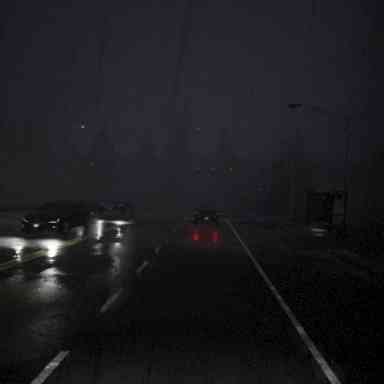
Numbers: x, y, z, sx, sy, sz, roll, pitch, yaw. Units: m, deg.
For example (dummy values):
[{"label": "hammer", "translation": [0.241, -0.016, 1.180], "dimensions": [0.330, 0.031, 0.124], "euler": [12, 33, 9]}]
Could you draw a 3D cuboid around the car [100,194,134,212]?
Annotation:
[{"label": "car", "translation": [-5.789, 0.929, 26.304], "dimensions": [1.812, 1.442, 4.674], "euler": [3, 0, 3]}]

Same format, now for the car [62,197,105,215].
[{"label": "car", "translation": [-9.192, 1.152, 28.650], "dimensions": [1.895, 1.301, 4.718], "euler": [3, 0, 3]}]

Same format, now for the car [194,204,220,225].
[{"label": "car", "translation": [1.120, 1.604, 24.883], "dimensions": [1.812, 1.442, 4.674], "euler": [3, 0, 3]}]

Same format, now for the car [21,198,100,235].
[{"label": "car", "translation": [-6.398, 1.150, 16.358], "dimensions": [1.837, 1.490, 4.892], "euler": [3, 0, 3]}]
